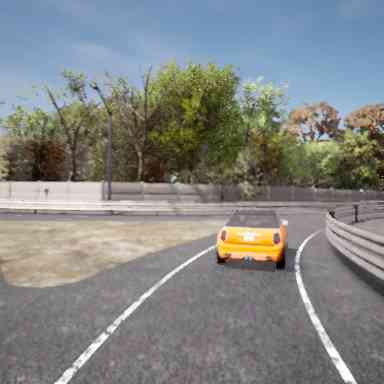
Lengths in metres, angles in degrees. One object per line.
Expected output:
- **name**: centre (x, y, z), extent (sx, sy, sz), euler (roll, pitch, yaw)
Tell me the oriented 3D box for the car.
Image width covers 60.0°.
- **car**: centre (2.296, 1.402, 11.839), extent (2.097, 1.767, 4.553), euler (1, 0, 17)
